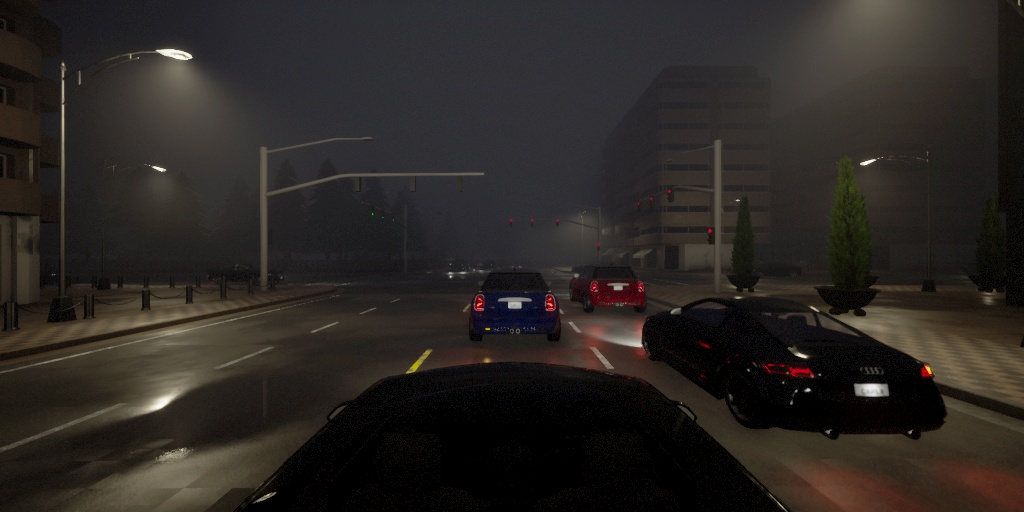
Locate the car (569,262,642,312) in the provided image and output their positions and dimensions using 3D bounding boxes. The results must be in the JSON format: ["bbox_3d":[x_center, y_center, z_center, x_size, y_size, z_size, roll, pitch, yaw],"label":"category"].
[{"bbox_3d":[3.598,1.102,14.242,2.097,1.767,4.553,0,0,0],"label":"car"}]

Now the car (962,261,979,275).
[{"bbox_3d":[49.815,1.028,36.688,5.566,2.045,2.150,0,0,0],"label":"car"}]

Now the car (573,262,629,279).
[{"bbox_3d":[8.179,1.300,33.077,4.674,1.442,1.812,1,0,0],"label":"car"}]

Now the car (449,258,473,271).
[{"bbox_3d":[-6.936,1.102,47.459,2.097,1.767,4.553,0,0,2],"label":"car"}]

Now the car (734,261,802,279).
[{"bbox_3d":[23.848,1.283,33.145,5.008,1.535,1.882,0,0,0],"label":"car"}]

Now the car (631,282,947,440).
[{"bbox_3d":[3.604,1.314,5.602,1.994,1.385,4.181,0,0,0],"label":"car"}]

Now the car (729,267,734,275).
[{"bbox_3d":[24.854,1.310,36.650,4.892,1.490,1.837,0,0,0],"label":"car"}]

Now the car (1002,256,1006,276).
[{"bbox_3d":[48.576,1.028,33.194,5.566,2.045,2.150,0,0,0],"label":"car"}]

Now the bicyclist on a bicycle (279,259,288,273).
[{"bbox_3d":[-25.635,1.106,40.208,0.582,1.620,1.656,0,0,0],"label":"bicyclist on a bicycle"}]

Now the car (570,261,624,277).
[{"bbox_3d":[8.889,1.330,37.543,5.357,1.411,2.033,1,0,14],"label":"car"}]

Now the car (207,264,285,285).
[{"bbox_3d":[-19.010,1.297,25.754,4.902,1.511,2.128,0,0,0],"label":"car"}]

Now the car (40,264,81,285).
[{"bbox_3d":[-34.027,1.296,25.689,4.902,1.511,2.128,0,0,0],"label":"car"}]

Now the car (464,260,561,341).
[{"bbox_3d":[0.078,1.102,10.012,2.097,1.767,4.553,0,0,0],"label":"car"}]
